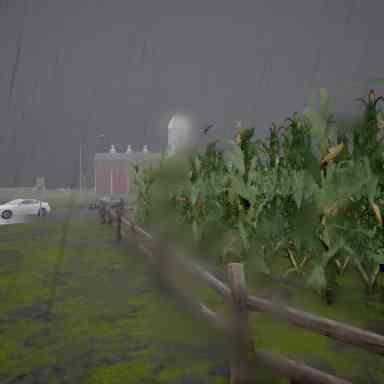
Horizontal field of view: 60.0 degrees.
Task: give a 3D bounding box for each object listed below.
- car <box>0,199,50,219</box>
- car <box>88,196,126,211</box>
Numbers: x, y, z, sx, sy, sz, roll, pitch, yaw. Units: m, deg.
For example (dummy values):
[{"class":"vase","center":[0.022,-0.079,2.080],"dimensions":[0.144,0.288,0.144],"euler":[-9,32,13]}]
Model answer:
[{"class":"car","center":[-13.635,1.282,26.488],"dimensions":[1.812,1.442,4.674],"euler":[-1,1,31]},{"class":"car","center":[-8.801,1.157,34.705],"dimensions":[1.994,1.385,4.181],"euler":[-1,1,29]}]
